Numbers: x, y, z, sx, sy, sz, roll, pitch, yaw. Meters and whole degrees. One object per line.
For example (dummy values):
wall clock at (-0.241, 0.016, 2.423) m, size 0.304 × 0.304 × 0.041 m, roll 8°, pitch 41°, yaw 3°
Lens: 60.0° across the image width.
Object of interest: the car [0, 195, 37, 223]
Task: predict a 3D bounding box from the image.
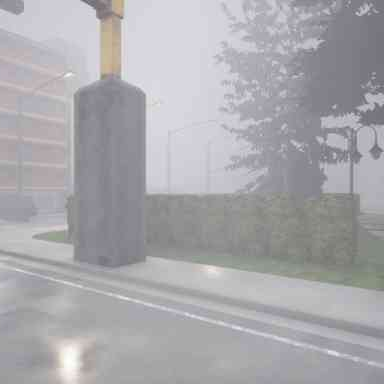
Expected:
car at (-13.825, 1.223, 23.406) m, size 2.150 × 2.045 × 5.566 m, roll 0°, pitch 0°, yaw 35°
